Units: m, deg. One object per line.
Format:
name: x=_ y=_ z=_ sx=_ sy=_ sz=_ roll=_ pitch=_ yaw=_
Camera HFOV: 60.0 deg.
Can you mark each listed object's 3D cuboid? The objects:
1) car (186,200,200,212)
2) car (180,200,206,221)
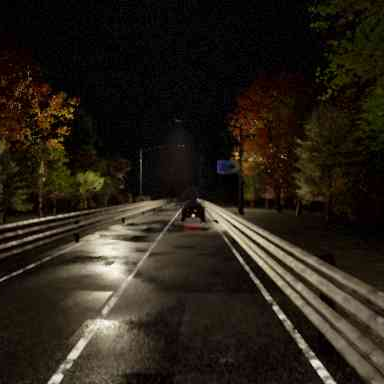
car: x=0.100 y=1.826 z=45.813 sx=1.837 sy=1.490 sz=4.892 roll=0 pitch=-1 yaw=0
car: x=0.100 y=1.612 z=28.154 sx=1.837 sy=1.490 sz=4.892 roll=0 pitch=-1 yaw=0
